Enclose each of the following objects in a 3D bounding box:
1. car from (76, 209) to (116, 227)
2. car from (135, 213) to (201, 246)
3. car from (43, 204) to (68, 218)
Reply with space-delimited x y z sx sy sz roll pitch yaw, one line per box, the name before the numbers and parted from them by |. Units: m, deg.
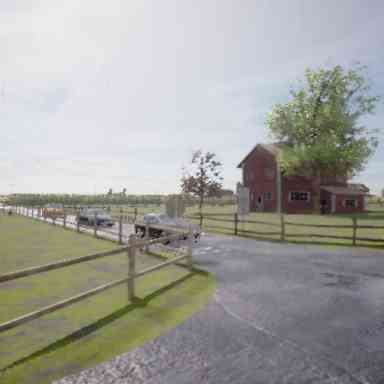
car | -8.031 2.124 27.393 2.033 1.411 5.357 2 -2 -34
car | -1.378 1.855 17.533 2.128 1.511 4.902 2 -2 -33
car | -16.288 2.188 39.608 2.097 1.767 4.553 2 -2 -34
